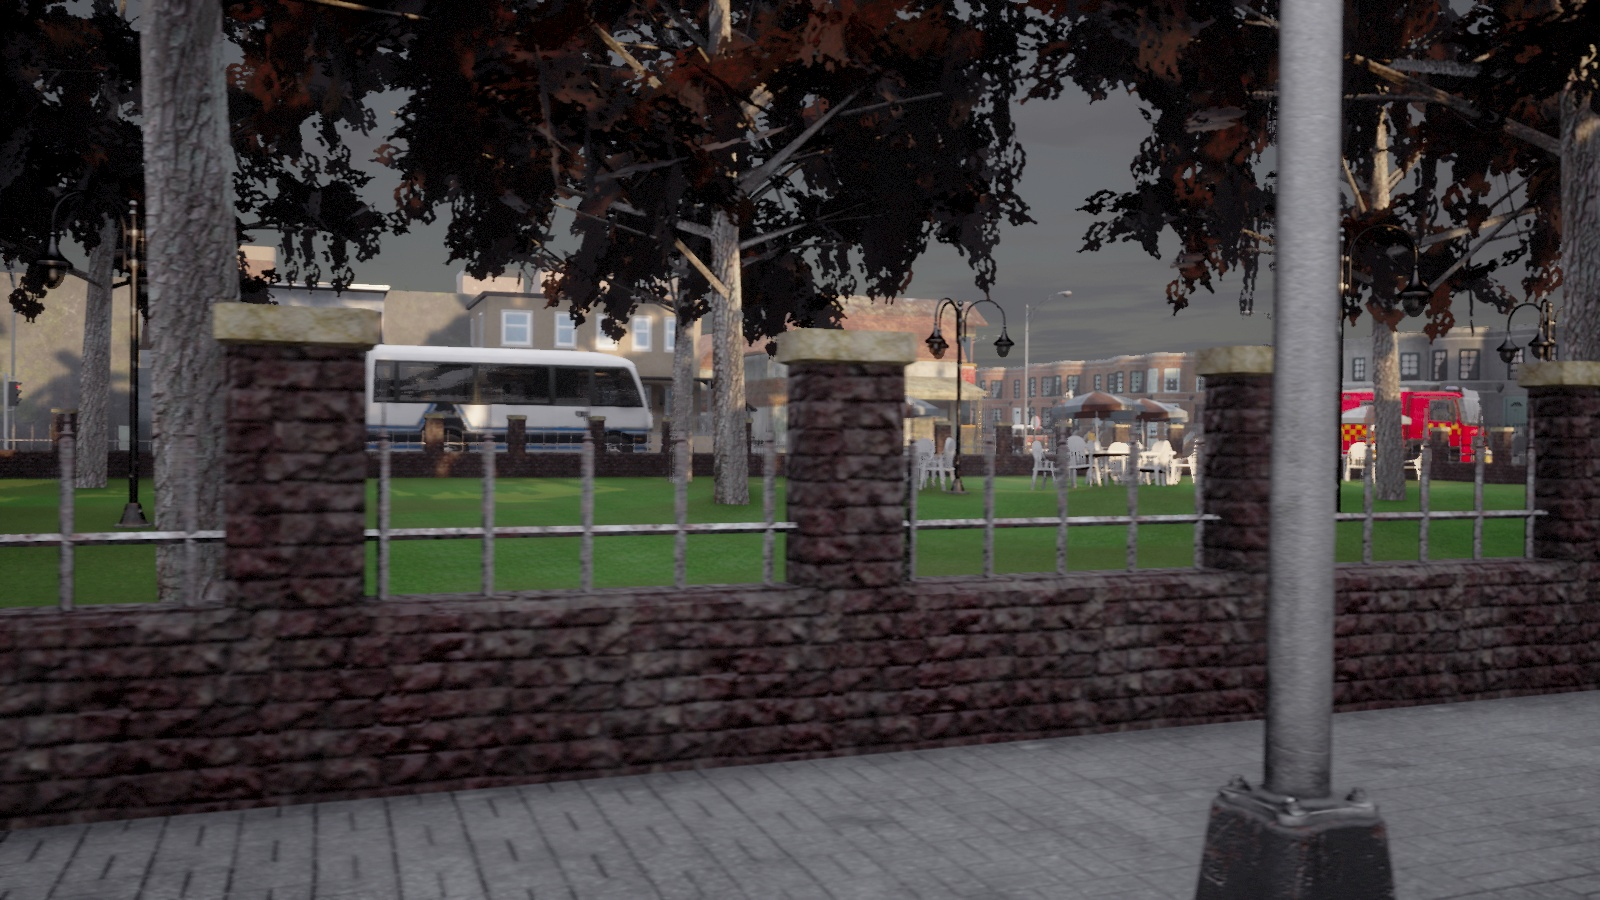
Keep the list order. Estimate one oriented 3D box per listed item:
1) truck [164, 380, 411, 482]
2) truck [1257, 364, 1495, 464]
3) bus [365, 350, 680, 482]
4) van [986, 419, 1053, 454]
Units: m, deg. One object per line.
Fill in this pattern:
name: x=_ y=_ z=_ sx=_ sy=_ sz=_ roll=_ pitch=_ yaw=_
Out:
truck: x=-18.273 y=-0.723 z=45.254 sx=7.936 sy=3.462 sz=2.891 roll=-1 pitch=1 yaw=-20
truck: x=23.628 y=-1.416 z=51.861 sx=8.468 sy=3.827 sz=2.891 roll=0 pitch=1 yaw=40
bus: x=-9.763 y=-1.183 z=44.185 sx=10.273 sy=4.253 sz=3.944 roll=-1 pitch=1 yaw=-21
van: x=13.594 y=-0.845 z=77.960 sx=2.069 sy=2.038 sz=4.480 roll=-1 pitch=1 yaw=-21
